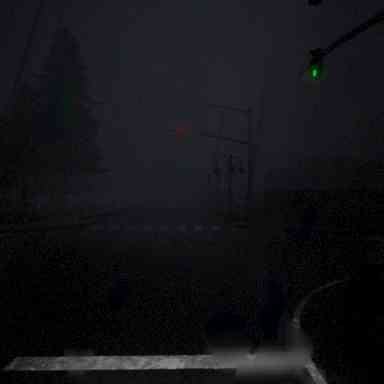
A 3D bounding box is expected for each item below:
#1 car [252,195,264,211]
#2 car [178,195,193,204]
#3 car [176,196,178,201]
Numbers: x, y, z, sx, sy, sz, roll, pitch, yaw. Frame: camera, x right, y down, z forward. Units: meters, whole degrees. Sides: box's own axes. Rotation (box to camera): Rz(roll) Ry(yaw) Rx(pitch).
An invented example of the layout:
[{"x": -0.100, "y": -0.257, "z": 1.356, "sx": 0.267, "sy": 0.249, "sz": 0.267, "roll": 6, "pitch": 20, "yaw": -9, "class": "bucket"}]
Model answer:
[{"x": 8.866, "y": 1.144, "z": 36.257, "sx": 4.605, "sy": 1.855, "sz": 1.932, "roll": 0, "pitch": 0, "yaw": -1, "class": "car"}, {"x": -0.909, "y": 1.518, "z": 60.877, "sx": 2.033, "sy": 1.411, "sz": 5.357, "roll": 0, "pitch": 0, "yaw": -7, "class": "car"}, {"x": -2.202, "y": 1.327, "z": 71.061, "sx": 1.812, "sy": 1.442, "sz": 4.674, "roll": 0, "pitch": 0, "yaw": -13, "class": "car"}]
